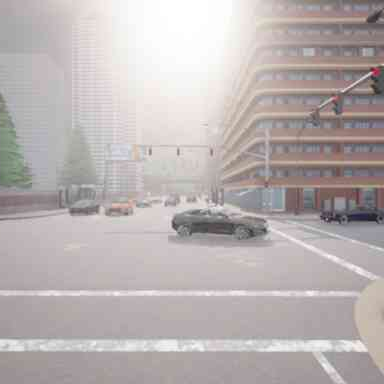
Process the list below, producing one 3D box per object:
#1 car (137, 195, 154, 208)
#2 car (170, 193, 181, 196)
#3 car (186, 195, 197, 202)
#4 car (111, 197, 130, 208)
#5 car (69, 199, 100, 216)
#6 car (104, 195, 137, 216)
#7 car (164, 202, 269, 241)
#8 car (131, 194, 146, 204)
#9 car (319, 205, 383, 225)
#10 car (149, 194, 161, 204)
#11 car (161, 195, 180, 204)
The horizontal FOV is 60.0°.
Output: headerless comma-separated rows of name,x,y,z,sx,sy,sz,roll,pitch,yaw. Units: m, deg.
car,-7.160,1.552,49.063,1.812,1.442,4.674,0,0,0
car,-3.591,1.258,68.954,2.150,2.045,5.566,0,0,0
car,-0.092,1.388,69.740,2.097,1.767,4.553,0,0,0
car,-10.659,1.552,50.108,1.812,1.442,4.674,0,0,0
car,-10.643,1.495,33.204,1.882,1.535,5.008,0,0,0
car,-7.091,1.370,32.582,2.097,1.767,4.553,0,0,-1
car,1.277,1.474,16.447,4.902,1.511,2.128,0,0,26
car,-10.605,1.388,66.177,2.097,1.767,4.553,0,0,0
car,11.392,1.558,23.254,4.718,1.301,1.895,0,0,-13
car,-7.106,1.514,67.506,1.882,1.535,5.008,0,0,0
car,-3.472,1.576,54.272,2.033,1.411,5.357,0,0,0
